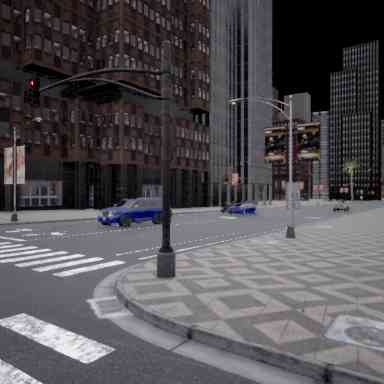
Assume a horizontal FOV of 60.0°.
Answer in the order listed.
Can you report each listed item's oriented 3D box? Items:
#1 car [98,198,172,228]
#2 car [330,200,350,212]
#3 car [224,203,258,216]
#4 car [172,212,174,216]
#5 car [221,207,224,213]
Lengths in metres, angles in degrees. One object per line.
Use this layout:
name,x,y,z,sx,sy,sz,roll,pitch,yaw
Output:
car,-4.339,1.506,24.883,2.150,2.045,5.566,0,-1,36
car,24.184,2.430,53.688,2.033,1.411,5.357,0,-1,34
car,6.173,2.027,39.763,1.882,1.535,5.008,0,-1,35
car,-3.943,1.904,31.085,2.033,1.411,5.357,0,-1,35
car,5.522,2.160,44.463,1.994,1.385,4.181,0,-1,35
